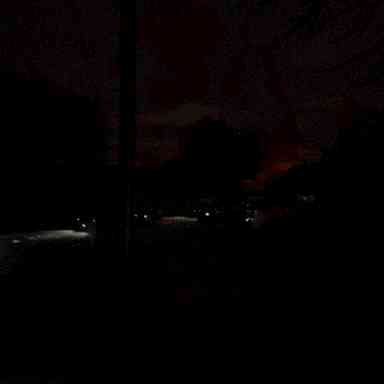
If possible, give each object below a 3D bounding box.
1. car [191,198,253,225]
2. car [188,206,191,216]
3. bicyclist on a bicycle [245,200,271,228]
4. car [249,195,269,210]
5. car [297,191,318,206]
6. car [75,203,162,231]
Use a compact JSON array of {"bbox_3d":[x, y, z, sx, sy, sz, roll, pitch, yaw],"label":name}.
[{"bbox_3d":[2.137,1.358,22.758,1.994,1.385,4.181,1,2,35],"label":"car"},{"bbox_3d":[1.523,1.207,27.531,1.812,1.442,4.674,1,2,34],"label":"car"},{"bbox_3d":[3.862,1.304,19.579,1.656,1.620,0.582,-1,0,36],"label":"bicyclist on a bicycle"},{"bbox_3d":[6.919,1.105,35.993,1.812,1.442,4.674,1,1,31],"label":"car"},{"bbox_3d":[16.030,0.878,46.060,2.150,2.045,5.566,1,1,27],"label":"car"},{"bbox_3d":[-4.100,1.353,19.658,2.033,1.411,5.357,1,2,37],"label":"car"}]
